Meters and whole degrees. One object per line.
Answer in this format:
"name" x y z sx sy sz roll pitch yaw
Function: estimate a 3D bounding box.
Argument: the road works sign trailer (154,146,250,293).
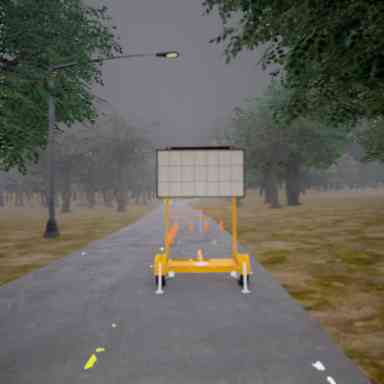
"road works sign trailer" 0.237 0.565 9.132 2.380 3.560 2.880 0 -1 0

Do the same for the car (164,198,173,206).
"car" -5.687 2.373 80.422 2.150 2.045 5.566 0 -1 -3
